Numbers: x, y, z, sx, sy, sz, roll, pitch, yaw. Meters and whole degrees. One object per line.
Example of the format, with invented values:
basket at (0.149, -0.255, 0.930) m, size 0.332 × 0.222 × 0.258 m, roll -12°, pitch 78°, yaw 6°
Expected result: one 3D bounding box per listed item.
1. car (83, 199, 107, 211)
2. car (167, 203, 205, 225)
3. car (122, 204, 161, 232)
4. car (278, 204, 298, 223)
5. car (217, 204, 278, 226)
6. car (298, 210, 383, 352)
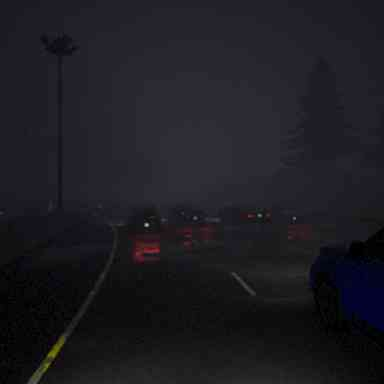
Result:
car at (-11.580, 1.513, 39.857) m, size 1.812 × 1.442 × 4.674 m, roll 0°, pitch 0°, yaw -31°
car at (-0.470, 1.496, 23.754) m, size 1.812 × 1.442 × 4.674 m, roll 0°, pitch 0°, yaw -17°
car at (-3.061, 1.491, 20.167) m, size 1.837 × 1.490 × 4.892 m, roll 0°, pitch 1°, yaw -15°
car at (6.437, 1.546, 25.118) m, size 1.895 × 1.301 × 4.718 m, roll 0°, pitch 0°, yaw -17°
car at (3.480, 1.505, 23.018) m, size 2.033 × 1.411 × 5.357 m, roll 0°, pitch 0°, yaw -17°
car at (3.299, 1.205, 3.660) m, size 2.150 × 2.045 × 5.566 m, roll 0°, pitch 0°, yaw -3°
